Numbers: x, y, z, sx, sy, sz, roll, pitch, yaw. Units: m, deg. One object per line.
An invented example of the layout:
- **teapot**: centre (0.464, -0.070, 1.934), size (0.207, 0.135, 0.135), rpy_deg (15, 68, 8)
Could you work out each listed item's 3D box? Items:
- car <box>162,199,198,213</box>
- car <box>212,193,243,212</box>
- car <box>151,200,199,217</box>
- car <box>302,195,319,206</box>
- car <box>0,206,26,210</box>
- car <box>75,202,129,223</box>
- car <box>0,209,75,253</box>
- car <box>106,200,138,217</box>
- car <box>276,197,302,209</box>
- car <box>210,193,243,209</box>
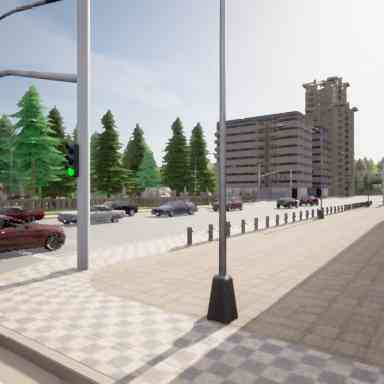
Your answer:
- **car**: centre (-1.304, 1.564, 37.898), size (1.994, 1.385, 4.181), rpy_deg (0, 0, 35)
- **car**: centre (4.298, 1.352, 39.705), size (2.097, 1.767, 4.553), rpy_deg (0, 0, 36)
- **car**: centre (-1.508, 1.547, 31.569), size (2.033, 1.411, 5.357), rpy_deg (0, 0, 36)
- **car**: centre (19.069, 1.352, 54.102), size (2.097, 1.767, 4.553), rpy_deg (0, 0, 35)
- **car**: centre (-12.534, 1.601, 22.207), size (1.895, 1.301, 4.718), rpy_deg (0, 0, 37)
- **car**: centre (-7.110, 1.601, 23.710), size (1.895, 1.301, 4.718), rpy_deg (0, 0, 35)
- **car**: centre (-6.826, 1.526, 11.769), size (1.812, 1.442, 4.674), rpy_deg (0, 0, 36)
- **car**: centre (-7.050, 1.478, 29.828), size (1.882, 1.535, 5.008), rpy_deg (0, 0, 36)
- **car**: centre (13.186, 1.505, 45.837), size (1.837, 1.490, 4.892), rpy_deg (0, 0, 35)
- **car**: centre (4.946, 1.221, 46.600), size (2.150, 2.045, 5.566), rpy_deg (0, 0, 36)
